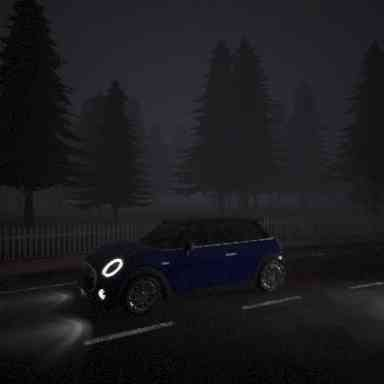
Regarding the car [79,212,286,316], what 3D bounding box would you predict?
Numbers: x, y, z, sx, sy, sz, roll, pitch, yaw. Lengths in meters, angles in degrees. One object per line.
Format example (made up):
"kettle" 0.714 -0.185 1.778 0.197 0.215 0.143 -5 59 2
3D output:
"car" -0.132 1.351 7.523 4.553 1.767 2.097 0 0 -28
